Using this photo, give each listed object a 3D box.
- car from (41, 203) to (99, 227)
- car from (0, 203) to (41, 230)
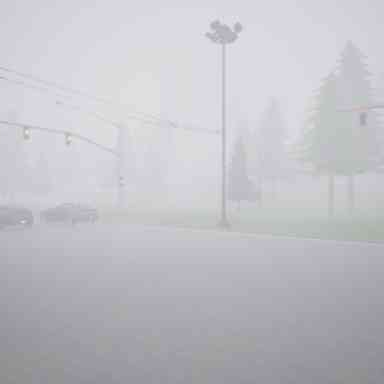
[{"bbox_3d":[-8.544,1.485,22.985,4.902,1.511,2.128,0,0,36],"label":"car"},{"bbox_3d":[-11.980,1.498,21.137,4.892,1.490,1.837,0,0,35],"label":"car"}]
